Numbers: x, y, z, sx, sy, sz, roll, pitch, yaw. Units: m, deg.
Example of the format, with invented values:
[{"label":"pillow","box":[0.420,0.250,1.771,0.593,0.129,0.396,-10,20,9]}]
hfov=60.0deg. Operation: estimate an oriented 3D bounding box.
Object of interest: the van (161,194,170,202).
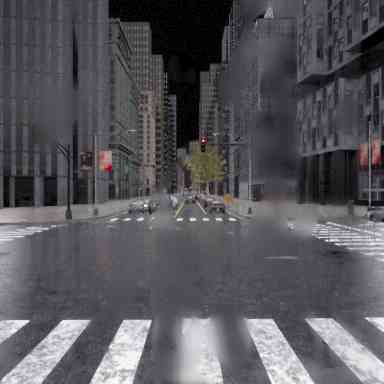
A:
[{"label":"van","box":[-6.129,1.367,77.594,1.690,1.788,3.998,0,0,0]}]

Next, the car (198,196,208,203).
[{"label":"car","box":[2.425,1.588,73.213,1.947,1.339,4.313,0,0,0]}]

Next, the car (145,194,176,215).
[{"label":"car","box":[-3.183,1.226,34.690,2.150,2.045,5.566,0,0,0]}]

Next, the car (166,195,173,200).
[{"label":"car","box":[-6.233,1.623,93.832,1.802,1.307,4.206,0,0,0]}]

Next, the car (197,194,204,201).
[{"label":"car","box":[2.493,1.566,62.634,2.008,1.369,4.403,0,0,0]}]

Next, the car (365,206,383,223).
[{"label":"car","box":[13.588,1.215,20.992,4.902,1.511,2.128,-1,0,0]}]

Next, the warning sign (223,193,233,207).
[{"label":"warning sign","box":[4.912,1.122,45.519,1.300,1.860,1.060,0,0,0]}]

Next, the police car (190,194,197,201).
[{"label":"police car","box":[0.452,1.462,90.604,1.930,1.638,5.238,0,0,0]}]

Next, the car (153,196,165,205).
[{"label":"car","box":[-6.023,1.540,61.184,1.752,1.417,4.829,0,0,0]}]

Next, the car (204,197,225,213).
[{"label":"car","box":[2.662,1.555,36.429,2.008,1.369,4.403,0,0,0]}]

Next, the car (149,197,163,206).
[{"label":"car","box":[-5.989,1.578,55.941,1.947,1.339,4.313,0,0,0]}]

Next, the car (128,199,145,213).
[{"label":"car","box":[-5.863,1.555,36.377,2.008,1.369,4.403,0,0,0]}]

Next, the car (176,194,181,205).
[{"label":"car","box":[-3.302,1.537,55.268,1.812,1.442,4.674,0,0,0]}]

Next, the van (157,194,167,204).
[{"label":"van","box":[-6.059,1.359,66.767,1.690,1.788,3.998,0,0,0]}]

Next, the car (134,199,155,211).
[{"label":"car","box":[-5.895,1.557,41.370,2.008,1.369,4.403,0,0,0]}]

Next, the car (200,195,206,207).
[{"label":"car","box":[2.592,1.553,47.318,1.887,1.381,4.507,0,0,0]}]

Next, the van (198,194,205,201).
[{"label":"van","box":[2.356,1.372,83.790,1.690,1.788,3.998,0,0,0]}]

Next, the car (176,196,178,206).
[{"label":"car","box":[-3.247,1.608,44.642,1.895,1.301,4.718,0,0,0]}]

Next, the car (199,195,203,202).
[{"label":"car","box":[2.557,1.561,52.762,2.008,1.369,4.403,0,0,0]}]

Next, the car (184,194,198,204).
[{"label":"car","box":[-0.287,1.543,65.595,1.812,1.442,4.674,0,0,0]}]

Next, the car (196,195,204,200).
[{"label":"car","box":[2.289,1.592,94.367,2.008,1.369,4.403,0,0,0]}]
